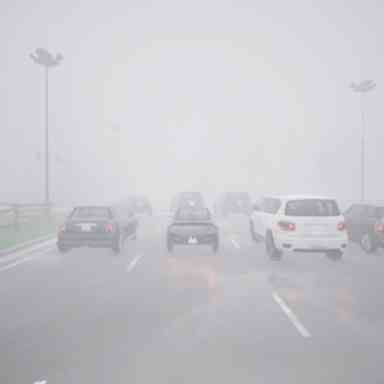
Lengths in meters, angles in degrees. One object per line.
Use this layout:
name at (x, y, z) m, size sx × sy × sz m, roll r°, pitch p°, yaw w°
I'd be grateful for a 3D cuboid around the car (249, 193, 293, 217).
car at (6.531, 1.039, 28.041) m, size 2.097 × 1.767 × 4.553 m, roll 0°, pitch 1°, yaw -8°

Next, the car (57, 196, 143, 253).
car at (-3.459, 1.205, 13.071) m, size 2.097 × 1.767 × 4.553 m, roll 0°, pitch 1°, yaw 1°

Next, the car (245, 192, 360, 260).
car at (3.528, 1.088, 12.003) m, size 2.150 × 2.045 × 5.566 m, roll 0°, pitch 1°, yaw 1°

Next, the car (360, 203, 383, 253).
car at (7.041, 1.205, 13.069) m, size 2.097 × 1.767 × 4.553 m, roll 0°, pitch 1°, yaw 1°

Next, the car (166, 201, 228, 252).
car at (0.041, 1.345, 13.160) m, size 2.128 × 1.511 × 4.902 m, roll 0°, pitch 1°, yaw 1°

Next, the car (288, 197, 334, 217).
car at (10.136, 1.204, 28.796) m, size 1.812 × 1.442 × 4.674 m, roll 0°, pitch 1°, yaw -7°

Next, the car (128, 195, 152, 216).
car at (-4.935, 1.043, 27.736) m, size 2.097 × 1.767 × 4.553 m, roll -1°, pitch 1°, yaw -25°

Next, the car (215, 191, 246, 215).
car at (3.199, 0.922, 27.066) m, size 2.150 × 2.045 × 5.566 m, roll 0°, pitch 1°, yaw -7°

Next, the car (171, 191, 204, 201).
car at (-0.444, 0.924, 26.889) m, size 2.150 × 2.045 × 5.566 m, roll 0°, pitch 1°, yaw -10°
